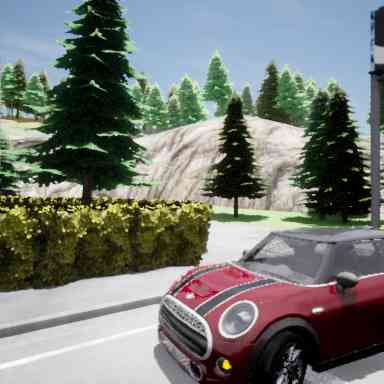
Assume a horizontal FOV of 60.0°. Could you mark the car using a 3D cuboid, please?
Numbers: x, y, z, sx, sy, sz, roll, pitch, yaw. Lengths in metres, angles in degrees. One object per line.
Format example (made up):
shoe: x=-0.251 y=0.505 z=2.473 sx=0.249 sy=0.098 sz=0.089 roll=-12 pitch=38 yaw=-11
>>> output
car: x=1.800 y=1.365 z=5.064 sx=4.553 sy=1.767 sz=2.097 roll=1 pitch=0 yaw=-27
